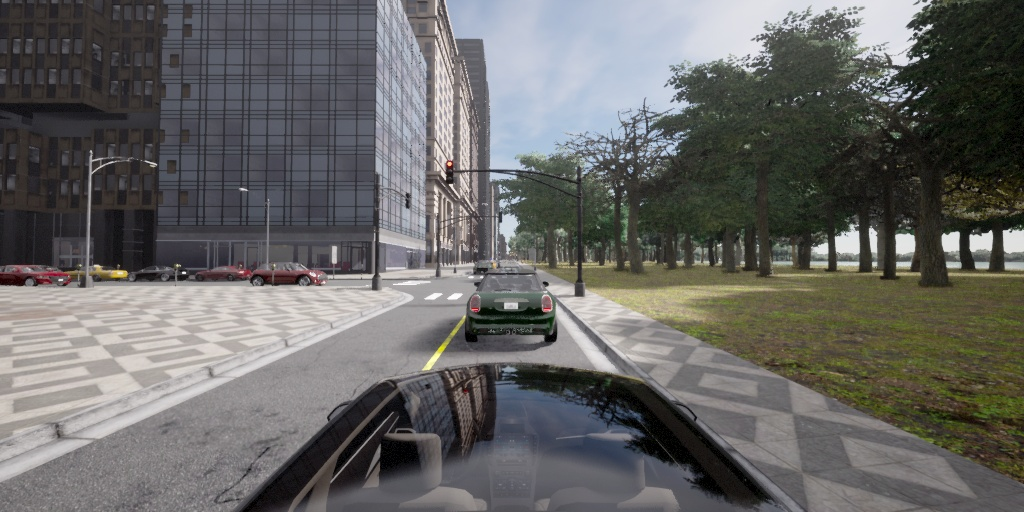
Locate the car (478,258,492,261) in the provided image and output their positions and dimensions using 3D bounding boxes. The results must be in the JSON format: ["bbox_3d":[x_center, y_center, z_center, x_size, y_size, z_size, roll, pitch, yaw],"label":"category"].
[{"bbox_3d":[-3.228,1.180,41.200,2.097,1.767,4.553,0,0,0],"label":"car"}]

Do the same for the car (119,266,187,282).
[{"bbox_3d":[-30.069,1.480,30.577,4.313,1.339,1.948,0,0,0],"label":"car"}]

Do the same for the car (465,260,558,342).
[{"bbox_3d":[-0.012,1.108,9.927,2.097,1.767,4.553,0,0,0],"label":"car"}]

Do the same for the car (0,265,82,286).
[{"bbox_3d":[-30.035,1.235,22.055,4.507,1.381,1.888,0,0,0],"label":"car"}]

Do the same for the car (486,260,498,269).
[{"bbox_3d":[-3.260,1.426,59.386,1.812,1.442,4.674,0,0,0],"label":"car"}]

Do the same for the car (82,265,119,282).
[{"bbox_3d":[-35.726,1.443,30.551,4.829,1.417,1.751,0,0,0],"label":"car"}]

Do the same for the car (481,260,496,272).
[{"bbox_3d":[-3.247,1.341,50.222,1.882,1.535,5.008,0,0,0],"label":"car"}]

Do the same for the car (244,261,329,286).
[{"bbox_3d":[-13.604,1.120,22.130,4.097,1.591,1.967,0,0,-1],"label":"car"}]

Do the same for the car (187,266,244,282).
[{"bbox_3d":[-24.582,1.493,30.602,4.207,1.307,1.802,0,0,0],"label":"car"}]
